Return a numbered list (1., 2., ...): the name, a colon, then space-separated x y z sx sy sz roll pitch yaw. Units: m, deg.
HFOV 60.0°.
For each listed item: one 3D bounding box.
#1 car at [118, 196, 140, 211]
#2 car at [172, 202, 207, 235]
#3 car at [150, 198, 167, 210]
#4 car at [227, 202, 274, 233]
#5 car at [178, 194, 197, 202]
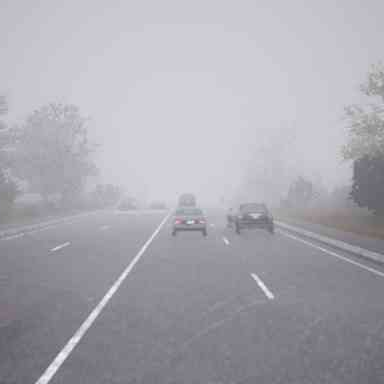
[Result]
1. car: -7.765 1.353 41.325 2.097 1.767 4.553 0 0 -1
2. car: -0.161 1.545 18.835 2.033 1.411 5.357 0 0 -1
3. car: -4.298 1.524 43.026 1.812 1.442 4.674 0 0 -1
4. car: 3.318 1.346 19.703 2.097 1.767 4.553 0 0 -1
5. car: -0.567 1.216 40.709 2.150 2.045 5.566 0 0 -1
